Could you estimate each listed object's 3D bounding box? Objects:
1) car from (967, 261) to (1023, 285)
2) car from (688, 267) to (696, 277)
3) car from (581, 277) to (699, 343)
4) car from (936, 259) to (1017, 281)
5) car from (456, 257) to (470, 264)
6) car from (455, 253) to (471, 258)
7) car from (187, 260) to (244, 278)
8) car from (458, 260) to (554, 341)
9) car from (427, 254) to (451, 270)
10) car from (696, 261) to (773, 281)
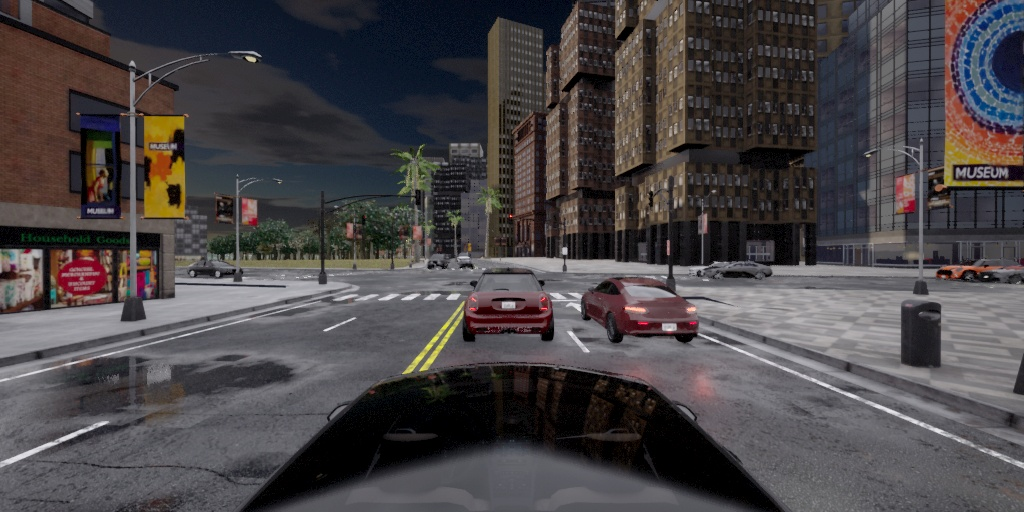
[{"bbox_3d":[35.008,1.265,24.548,4.181,1.385,1.994,0,0,13],"label":"car"},{"bbox_3d":[18.241,1.201,31.854,4.674,1.442,1.812,0,0,13],"label":"car"},{"bbox_3d":[3.137,1.274,9.578,1.812,1.442,4.674,0,0,-1],"label":"car"},{"bbox_3d":[36.072,1.040,27.635,4.553,1.767,2.097,0,0,13],"label":"car"},{"bbox_3d":[-6.120,1.108,47.540,1.895,1.301,4.718,0,1,-11],"label":"car"},{"bbox_3d":[-8.646,0.523,64.038,2.150,2.045,5.566,0,1,-9],"label":"car"},{"bbox_3d":[-26.586,1.154,32.121,4.892,1.490,1.837,0,0,13],"label":"car"},{"bbox_3d":[-0.122,1.101,10.014,2.097,1.767,4.553,0,0,-1],"label":"car"},{"bbox_3d":[-9.812,0.722,47.837,2.150,2.045,5.566,0,1,-3],"label":"car"},{"bbox_3d":[17.871,1.178,28.602,4.902,1.511,2.128,0,0,13],"label":"car"}]
